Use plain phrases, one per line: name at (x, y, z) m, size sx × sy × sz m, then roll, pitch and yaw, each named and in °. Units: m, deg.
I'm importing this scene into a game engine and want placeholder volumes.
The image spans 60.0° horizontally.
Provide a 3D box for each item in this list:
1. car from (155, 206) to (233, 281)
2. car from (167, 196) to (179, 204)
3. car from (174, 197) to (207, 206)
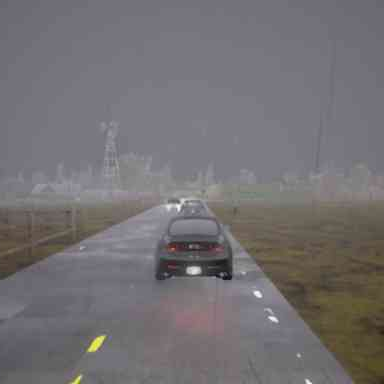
car at (0.062, 1.378, 9.420) m, size 1.837 × 1.490 × 4.892 m, roll 0°, pitch 1°, yaw 1°
car at (-2.750, 1.192, 51.243) m, size 1.895 × 1.301 × 4.718 m, roll 0°, pitch 0°, yaw 1°
car at (0.072, 1.266, 23.624) m, size 2.033 × 1.411 × 5.357 m, roll 0°, pitch 1°, yaw 1°
